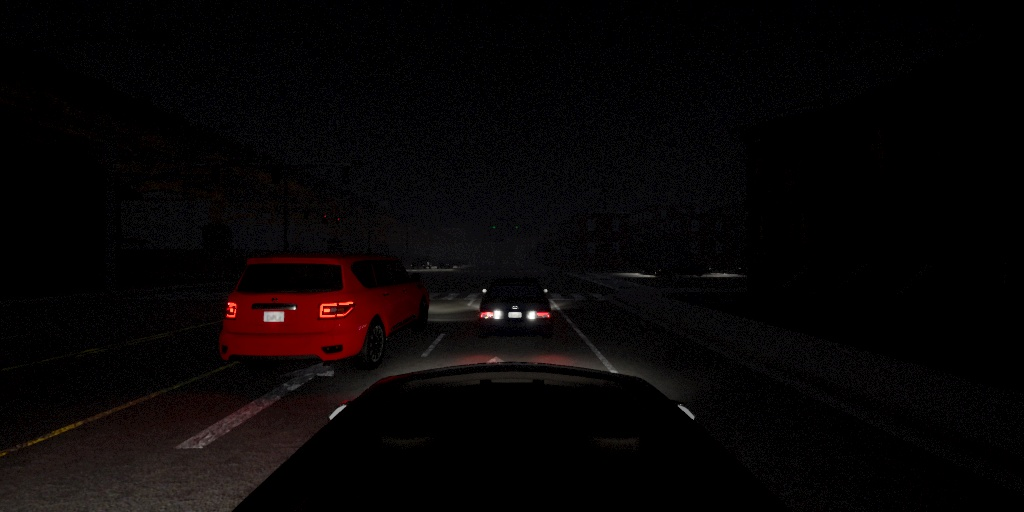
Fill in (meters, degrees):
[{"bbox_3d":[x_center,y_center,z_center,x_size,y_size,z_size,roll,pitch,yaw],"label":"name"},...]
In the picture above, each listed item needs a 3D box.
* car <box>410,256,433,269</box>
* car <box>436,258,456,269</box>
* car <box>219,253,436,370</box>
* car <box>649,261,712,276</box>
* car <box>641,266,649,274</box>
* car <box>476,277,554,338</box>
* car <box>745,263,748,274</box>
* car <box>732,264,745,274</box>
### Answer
[{"bbox_3d":[-14.083,0.971,56.007,2.150,2.045,5.566,0,0,0],"label":"car"},{"bbox_3d":[-10.584,1.228,56.713,1.882,1.535,5.008,0,0,0],"label":"car"},{"bbox_3d":[-3.425,0.971,7.872,2.150,2.045,5.566,0,0,0],"label":"car"},{"bbox_3d":[17.001,1.297,35.885,5.357,1.411,2.033,0,0,0],"label":"car"},{"bbox_3d":[17.107,1.297,39.369,5.357,1.411,2.033,0,0,2],"label":"car"},{"bbox_3d":[0.084,1.297,10.125,2.033,1.411,5.357,0,0,0],"label":"car"},{"bbox_3d":[26.557,1.351,35.876,4.718,1.301,1.895,0,0,0],"label":"car"},{"bbox_3d":[26.835,1.255,39.374,4.892,1.490,1.837,0,0,0],"label":"car"}]
